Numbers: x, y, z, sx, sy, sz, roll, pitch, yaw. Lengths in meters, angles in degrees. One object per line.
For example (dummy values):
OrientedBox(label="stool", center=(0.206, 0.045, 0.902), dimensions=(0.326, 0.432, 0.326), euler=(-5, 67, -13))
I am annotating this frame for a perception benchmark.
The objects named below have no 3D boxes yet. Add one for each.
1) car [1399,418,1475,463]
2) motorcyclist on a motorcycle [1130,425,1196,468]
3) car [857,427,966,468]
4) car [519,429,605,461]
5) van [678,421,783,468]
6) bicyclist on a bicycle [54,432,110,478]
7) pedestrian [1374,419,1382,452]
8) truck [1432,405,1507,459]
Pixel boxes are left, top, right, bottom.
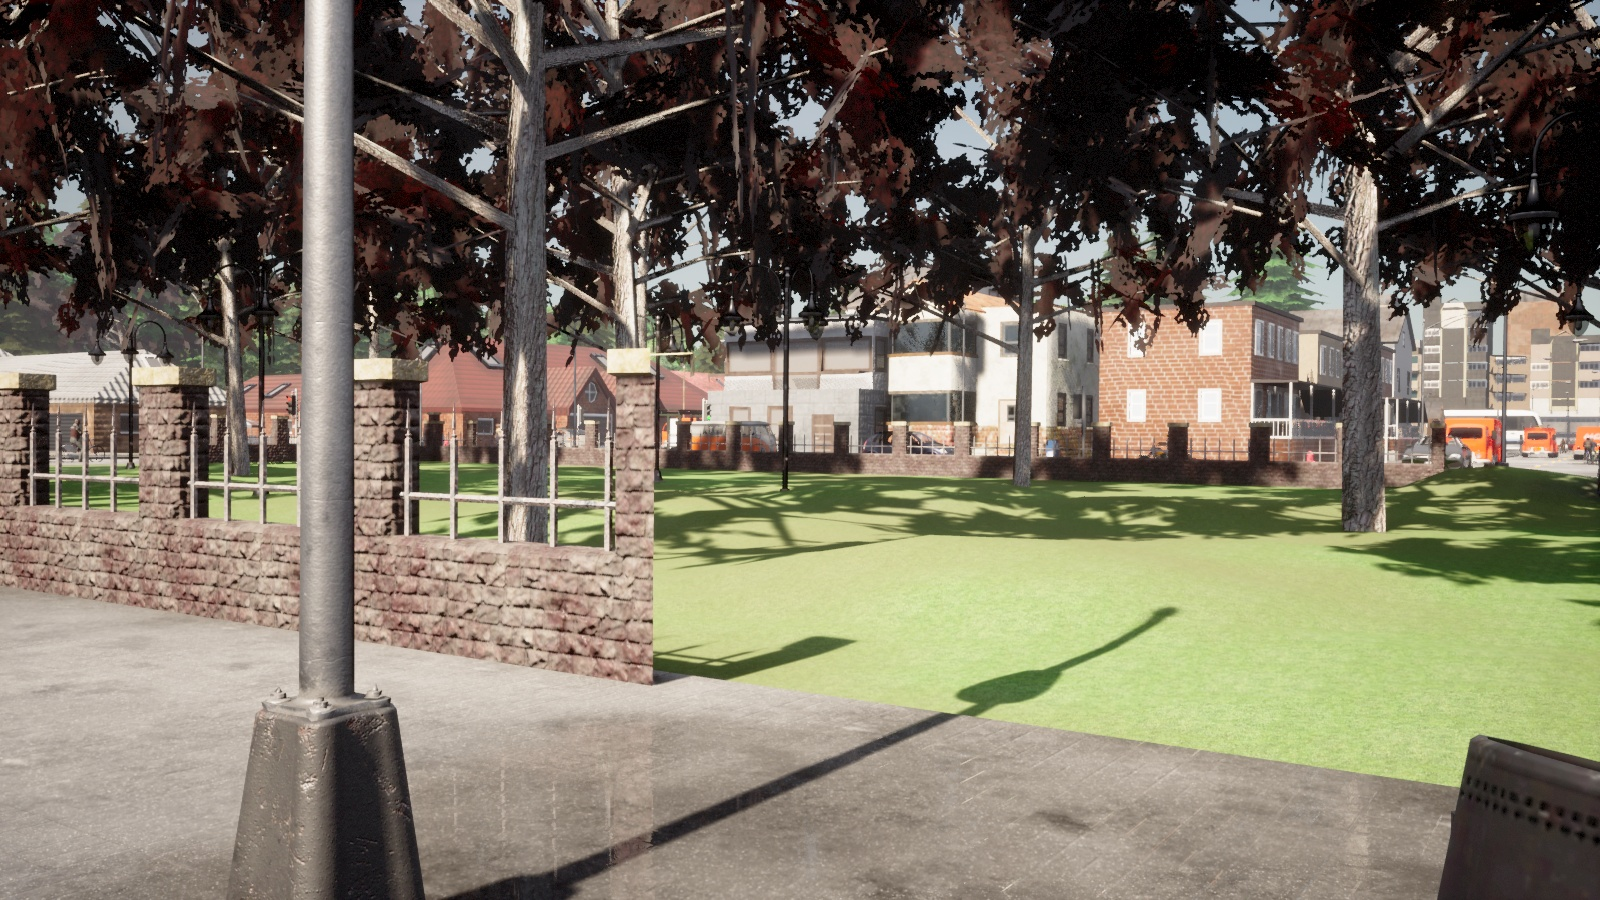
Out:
OrientedBox(label="car", center=(25.090, -0.391, 49.390), dimensions=(2.152, 1.651, 5.027), euler=(0, 1, 33))
OrientedBox(label="motorcyclist on a motorcycle", center=(14.182, -0.117, 49.131), dimensions=(2.350, 1.649, 0.766), euler=(0, 1, 33))
OrientedBox(label="car", center=(4.492, -0.104, 50.719), dimensions=(3.988, 1.617, 1.851), euler=(0, 1, 32))
OrientedBox(label="car", center=(-12.899, -0.300, 67.910), dimensions=(2.152, 1.651, 5.027), euler=(-1, 1, -43))
OrientedBox(label="van", center=(-3.100, -0.249, 55.745), dimensions=(4.442, 1.987, 1.775), euler=(0, 1, 31))
OrientedBox(label="bicyclist on a bicycle", center=(-28.707, 0.176, 50.233), dimensions=(0.659, 1.776, 1.843), euler=(0, 1, 32))
OrientedBox(label="pedestrian", center=(31.976, -0.796, 69.422), dimensions=(0.331, 1.846, 0.636), euler=(0, 1, 32))
OrientedBox(label="truck", center=(31.645, -0.852, 59.299), dimensions=(2.627, 2.467, 5.204), euler=(0, 1, 34))
